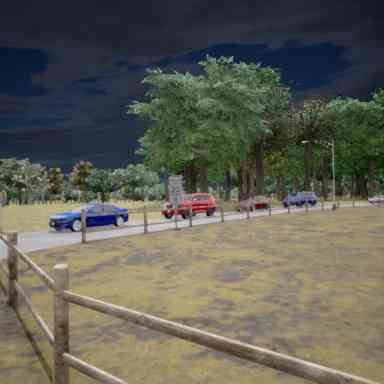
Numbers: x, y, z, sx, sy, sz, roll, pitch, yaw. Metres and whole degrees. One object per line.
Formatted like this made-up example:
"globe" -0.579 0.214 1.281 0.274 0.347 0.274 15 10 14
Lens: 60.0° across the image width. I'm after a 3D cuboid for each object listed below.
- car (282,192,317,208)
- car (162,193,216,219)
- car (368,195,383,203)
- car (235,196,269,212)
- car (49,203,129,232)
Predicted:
"car" 13.992 0.989 43.022 5.566 2.045 2.150 -1 -1 -41
"car" -0.136 1.139 28.049 2.150 2.045 5.566 -2 -1 38
"car" 28.573 1.125 49.851 4.718 1.301 1.895 0 -1 -30
"car" 6.567 1.201 35.873 2.097 1.767 4.553 -2 -1 43
"car" -6.070 1.446 20.040 1.882 1.535 5.008 -2 -1 36
